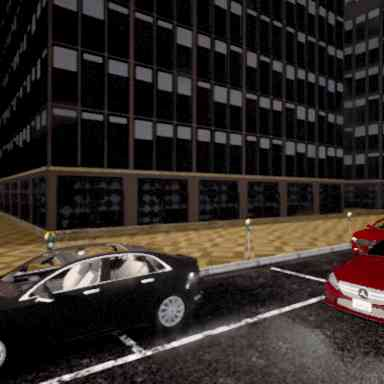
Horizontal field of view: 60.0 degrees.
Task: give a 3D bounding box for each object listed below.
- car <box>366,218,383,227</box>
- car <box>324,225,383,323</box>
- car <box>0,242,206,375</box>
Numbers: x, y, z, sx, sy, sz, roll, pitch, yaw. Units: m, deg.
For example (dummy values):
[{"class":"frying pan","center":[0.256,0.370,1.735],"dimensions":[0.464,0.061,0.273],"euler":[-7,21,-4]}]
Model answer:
[{"class":"car","center":[7.465,1.543,11.877],"dimensions":[4.507,1.381,1.887],"euler":[0,0,-35]},{"class":"car","center":[4.581,1.525,6.573],"dimensions":[4.674,1.442,1.812],"euler":[0,0,-35]},{"class":"car","center":[-1.805,1.551,5.268],"dimensions":[4.403,1.369,2.008],"euler":[0,0,-35]}]
